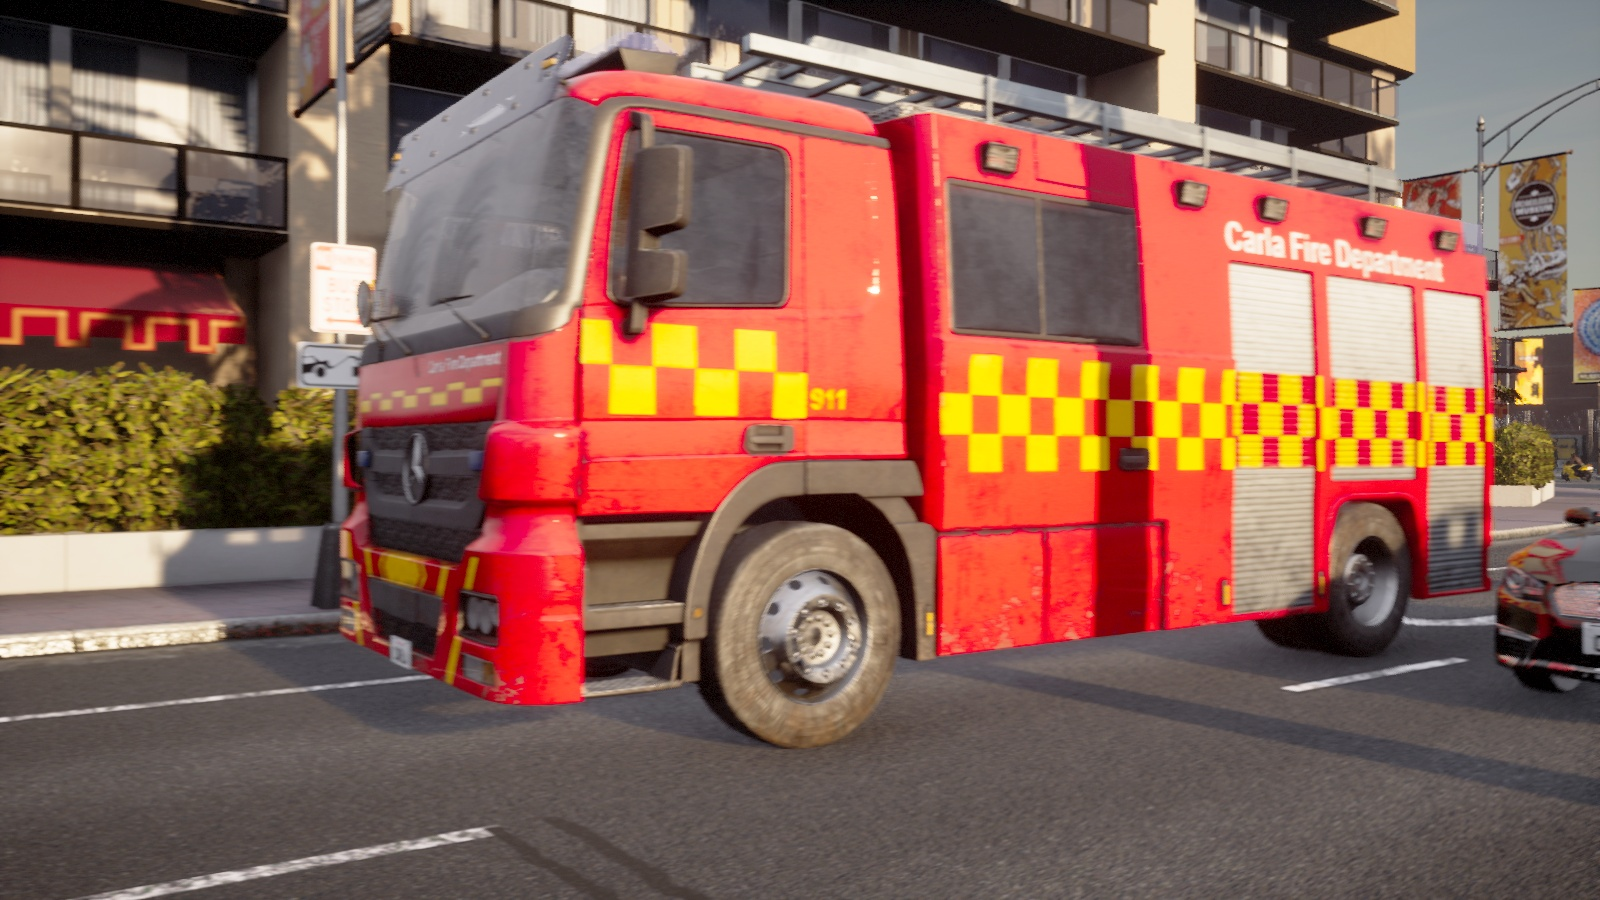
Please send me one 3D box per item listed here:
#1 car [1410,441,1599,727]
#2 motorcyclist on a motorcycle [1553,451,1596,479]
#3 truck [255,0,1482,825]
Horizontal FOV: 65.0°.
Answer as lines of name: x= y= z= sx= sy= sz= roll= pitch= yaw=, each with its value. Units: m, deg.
car: x=6.257 y=0.707 z=8.013 sx=4.902 sy=1.511 sz=2.128 roll=0 pitch=0 yaw=-35
motorcyclist on a motorcycle: x=42.257 y=0.806 z=68.525 sx=0.797 sy=1.523 sz=2.044 roll=-1 pitch=0 yaw=-12
truck: x=1.073 y=-0.401 z=8.670 sx=8.468 sy=3.827 sz=2.891 roll=0 pitch=0 yaw=-35
